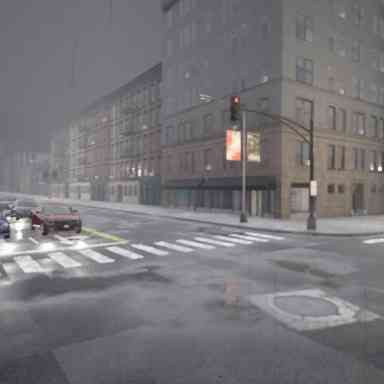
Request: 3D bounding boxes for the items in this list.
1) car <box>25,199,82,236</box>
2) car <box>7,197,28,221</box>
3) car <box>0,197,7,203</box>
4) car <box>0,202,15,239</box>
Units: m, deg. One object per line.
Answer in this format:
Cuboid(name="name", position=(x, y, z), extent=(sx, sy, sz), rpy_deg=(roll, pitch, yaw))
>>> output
Cuboid(name="car", position=(-7.514, 1.376, 18.146), extent=(1.882, 1.535, 5.008), rpy_deg=(0, 1, -35))
Cuboid(name="car", position=(-12.785, 1.336, 25.683), extent=(1.837, 1.490, 4.892), rpy_deg=(0, 1, -35))
Cuboid(name="car", position=(-18.730, 1.241, 34.196), extent=(2.128, 1.511, 4.902), rpy_deg=(0, 1, -35))
Cuboid(name="car", position=(-10.032, 1.435, 16.111), extent=(1.812, 1.442, 4.674), rpy_deg=(0, 1, -35))
